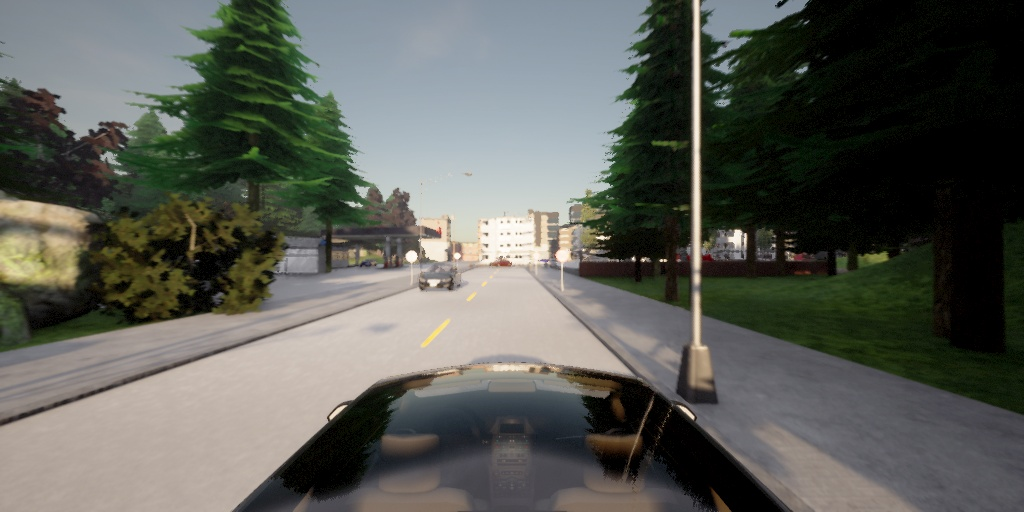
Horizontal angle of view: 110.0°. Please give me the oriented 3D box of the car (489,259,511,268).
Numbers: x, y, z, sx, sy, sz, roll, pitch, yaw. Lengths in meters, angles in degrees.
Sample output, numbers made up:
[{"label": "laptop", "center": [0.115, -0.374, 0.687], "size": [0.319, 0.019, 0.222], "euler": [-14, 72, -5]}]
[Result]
[{"label": "car", "center": [-2.121, 1.237, 63.532], "size": [1.882, 1.535, 5.008], "euler": [-1, -1, 36]}]

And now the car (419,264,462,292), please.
[{"label": "car", "center": [-4.101, 1.245, 21.162], "size": [2.128, 1.511, 4.902], "euler": [0, 0, 0]}]
